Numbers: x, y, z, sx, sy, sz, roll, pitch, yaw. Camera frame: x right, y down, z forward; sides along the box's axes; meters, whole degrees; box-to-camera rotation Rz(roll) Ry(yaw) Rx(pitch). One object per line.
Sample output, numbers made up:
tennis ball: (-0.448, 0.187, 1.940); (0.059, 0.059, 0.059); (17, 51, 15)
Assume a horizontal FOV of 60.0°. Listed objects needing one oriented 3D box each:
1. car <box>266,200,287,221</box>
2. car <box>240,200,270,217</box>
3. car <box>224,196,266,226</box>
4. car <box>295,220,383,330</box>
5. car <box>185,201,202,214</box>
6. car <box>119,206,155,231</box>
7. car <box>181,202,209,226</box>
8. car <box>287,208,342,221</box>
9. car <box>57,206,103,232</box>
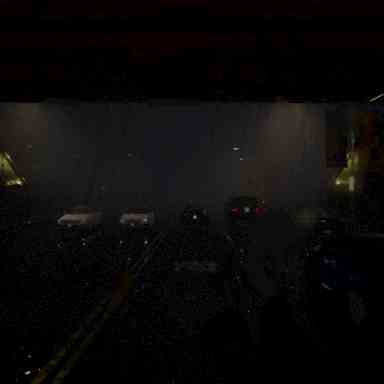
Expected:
car: (6.636, 1.490, 28.302); (2.185, 1.767, 4.553); (0, 0, 0)
car: (6.489, 1.646, 34.727); (2.097, 1.535, 5.008); (0, 0, 0)
car: (3.700, 1.341, 24.960); (2.150, 2.045, 5.566); (0, 0, 0)
car: (3.659, 1.559, 6.822); (1.812, 1.442, 4.674); (0, 0, 0)
car: (0.169, 1.790, 39.807); (1.895, 1.301, 4.718); (0, 0, 0)
car: (-3.482, 1.628, 21.727); (1.812, 1.442, 4.674); (0, 0, 0)
car: (0.197, 1.680, 24.408); (1.994, 1.385, 4.181); (0, 0, 0)
car: (6.613, 1.566, 17.527); (2.231, 1.521, 4.892); (0, 0, 10)
car: (-6.982, 1.625, 21.264); (1.812, 1.442, 4.674); (0, 0, 0)
